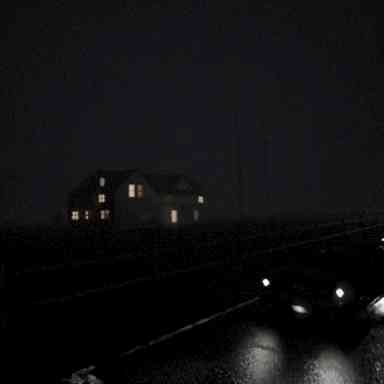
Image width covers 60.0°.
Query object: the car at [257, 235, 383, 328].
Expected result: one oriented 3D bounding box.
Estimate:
[{"bbox_3d":[3.474,1.885,7.788,1.895,1.301,4.718,-5,-4,43],"label":"car"}]
